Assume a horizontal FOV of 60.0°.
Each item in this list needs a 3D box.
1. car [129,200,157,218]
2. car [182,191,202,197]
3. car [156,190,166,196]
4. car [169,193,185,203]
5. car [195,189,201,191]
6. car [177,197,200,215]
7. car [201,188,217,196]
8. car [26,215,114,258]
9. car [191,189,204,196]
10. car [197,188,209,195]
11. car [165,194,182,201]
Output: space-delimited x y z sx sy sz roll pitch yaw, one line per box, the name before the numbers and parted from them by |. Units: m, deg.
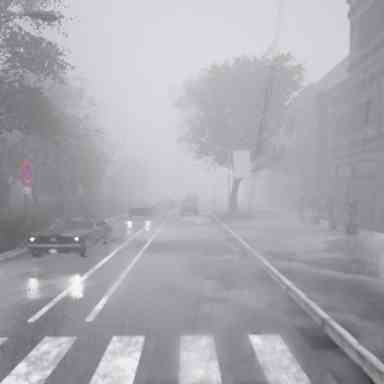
car | -4.402 1.501 30.521 1.882 1.535 5.008 0 0 2
car | 0.071 1.243 53.862 2.150 2.045 5.566 0 0 3
car | -7.584 0.262 82.245 2.128 1.511 4.902 0 2 5
car | -2.833 1.178 64.842 2.097 1.535 5.008 1 3 9
car | 0.036 0.433 81.341 2.097 1.535 5.008 -1 3 13
car | -0.288 1.562 34.781 2.033 1.411 5.357 0 0 0
car | 4.172 0.298 83.443 1.812 1.442 4.674 0 3 15
car | -4.488 1.613 12.949 1.895 1.301 4.718 0 0 -1
car | 1.365 0.149 86.887 2.231 1.521 4.892 0 3 16
car | 3.115 -0.153 92.960 2.097 1.535 5.008 0 3 17
car | -3.274 1.511 58.722 2.002 1.452 4.674 -2 2 3
